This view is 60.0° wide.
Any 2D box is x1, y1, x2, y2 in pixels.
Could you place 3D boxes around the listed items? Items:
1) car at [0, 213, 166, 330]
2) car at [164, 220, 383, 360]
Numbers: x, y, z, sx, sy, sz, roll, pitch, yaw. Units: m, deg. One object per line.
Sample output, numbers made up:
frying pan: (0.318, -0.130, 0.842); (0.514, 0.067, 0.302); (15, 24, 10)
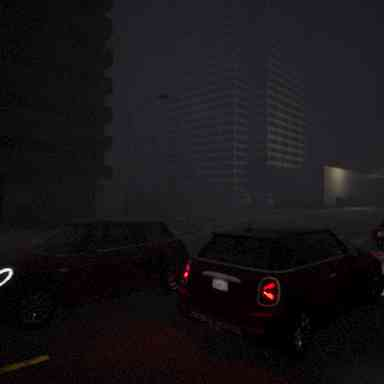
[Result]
car: (-2.214, 1.391, 7.178); (4.553, 1.767, 2.097); (0, 0, -42)
car: (1.934, 1.388, 6.364); (4.553, 1.767, 2.097); (0, 0, -44)
